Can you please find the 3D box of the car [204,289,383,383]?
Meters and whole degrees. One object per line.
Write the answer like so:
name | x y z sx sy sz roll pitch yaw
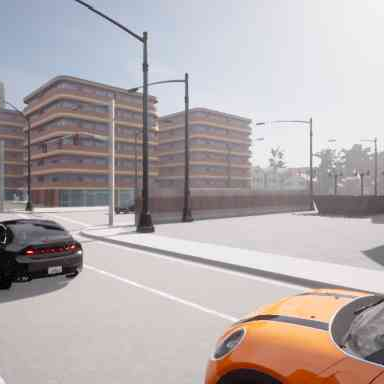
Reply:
car | 2.264 1.352 2.345 4.553 1.767 2.097 0 0 40

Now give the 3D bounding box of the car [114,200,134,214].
car | -5.997 1.547 35.292 5.357 1.411 2.033 0 0 -44

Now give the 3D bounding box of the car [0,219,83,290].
car | -4.726 1.505 9.238 1.837 1.490 4.892 0 0 -43
